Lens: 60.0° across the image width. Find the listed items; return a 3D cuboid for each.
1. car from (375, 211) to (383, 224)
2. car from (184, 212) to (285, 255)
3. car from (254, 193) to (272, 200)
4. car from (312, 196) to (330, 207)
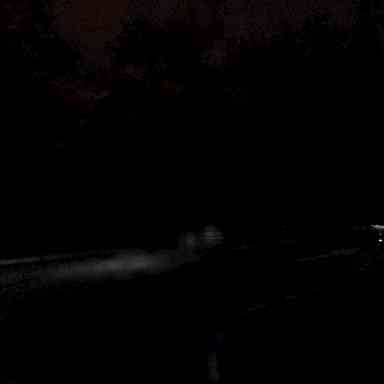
[{"bbox_3d":[15.068,1.643,24.478,1.994,1.385,4.181,-1,-1,44],"label":"car"},{"bbox_3d":[1.904,1.648,14.241,4.902,1.511,2.128,0,-1,-37],"label":"car"},{"bbox_3d":[11.363,0.852,52.893,1.882,1.535,5.008,1,1,-36],"label":"car"},{"bbox_3d":[17.487,1.206,44.447,1.812,1.442,4.674,1,1,-35],"label":"car"}]
